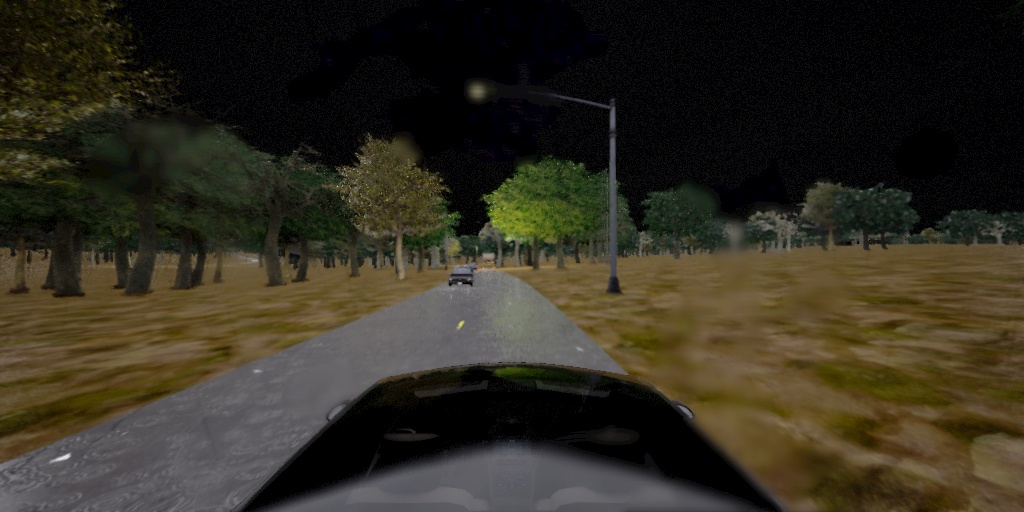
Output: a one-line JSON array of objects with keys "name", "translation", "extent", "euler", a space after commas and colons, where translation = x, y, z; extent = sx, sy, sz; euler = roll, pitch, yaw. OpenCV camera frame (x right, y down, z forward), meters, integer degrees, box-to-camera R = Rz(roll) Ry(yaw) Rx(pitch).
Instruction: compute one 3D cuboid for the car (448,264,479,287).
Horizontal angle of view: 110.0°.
[{"name": "car", "translation": [-3.780, 1.572, 27.778], "extent": [2.033, 1.411, 5.357], "euler": [0, -1, -3]}]
